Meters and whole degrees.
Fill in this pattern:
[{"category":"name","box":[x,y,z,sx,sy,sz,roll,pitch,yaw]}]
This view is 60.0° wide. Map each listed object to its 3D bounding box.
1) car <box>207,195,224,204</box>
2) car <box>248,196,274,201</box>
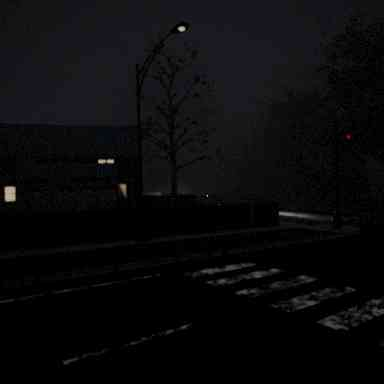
[{"category":"car","box":[3.214,1.096,50.986,2.033,1.411,5.357,-2,1,-15]},{"category":"car","box":[7.420,1.199,35.204,2.128,1.511,4.902,-2,1,-15]}]
